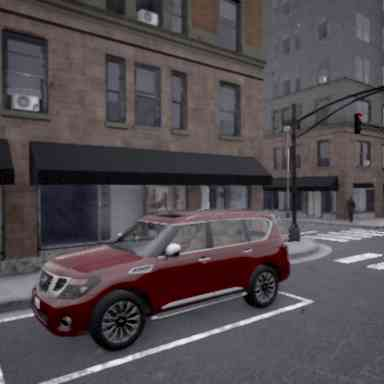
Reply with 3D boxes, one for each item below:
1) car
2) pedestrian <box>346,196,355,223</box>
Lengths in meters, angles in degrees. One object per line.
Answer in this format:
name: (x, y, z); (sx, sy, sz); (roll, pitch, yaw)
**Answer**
car: (-0.233, 1.318, 6.380); (5.009, 1.841, 2.192); (0, -1, -35)
pedestrian: (10.859, 1.171, 22.729); (0.375, 1.860, 0.375); (-1, 1, -36)
